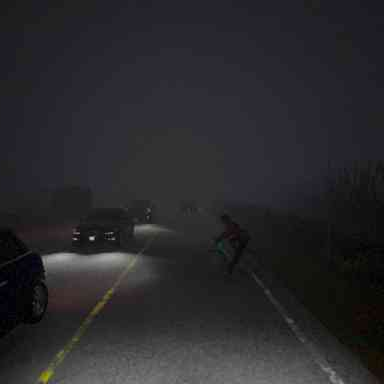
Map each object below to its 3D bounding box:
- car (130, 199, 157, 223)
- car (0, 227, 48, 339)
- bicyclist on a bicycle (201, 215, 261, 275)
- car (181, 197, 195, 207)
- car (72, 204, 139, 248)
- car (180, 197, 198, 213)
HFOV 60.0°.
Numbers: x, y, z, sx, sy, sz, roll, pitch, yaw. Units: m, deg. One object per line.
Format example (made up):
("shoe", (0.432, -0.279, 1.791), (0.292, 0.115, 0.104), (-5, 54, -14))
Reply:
("car", (-3.874, 1.314, 25.043), (2.097, 1.767, 4.553), (0, 0, -1))
("car", (-3.633, 1.345, 4.096), (2.097, 1.767, 4.553), (0, 0, -1))
("bicyclist on a bicycle", (1.063, 1.440, 9.007), (1.656, 1.620, 0.582), (0, 0, -1))
("car", (-0.530, 1.489, 49.518), (1.994, 1.385, 4.181), (0, 0, 0))
("car", (-3.762, 1.483, 14.805), (1.837, 1.490, 4.892), (0, 0, -1))
("car", (-0.362, 1.545, 36.694), (1.895, 1.301, 4.718), (0, 0, 0))
